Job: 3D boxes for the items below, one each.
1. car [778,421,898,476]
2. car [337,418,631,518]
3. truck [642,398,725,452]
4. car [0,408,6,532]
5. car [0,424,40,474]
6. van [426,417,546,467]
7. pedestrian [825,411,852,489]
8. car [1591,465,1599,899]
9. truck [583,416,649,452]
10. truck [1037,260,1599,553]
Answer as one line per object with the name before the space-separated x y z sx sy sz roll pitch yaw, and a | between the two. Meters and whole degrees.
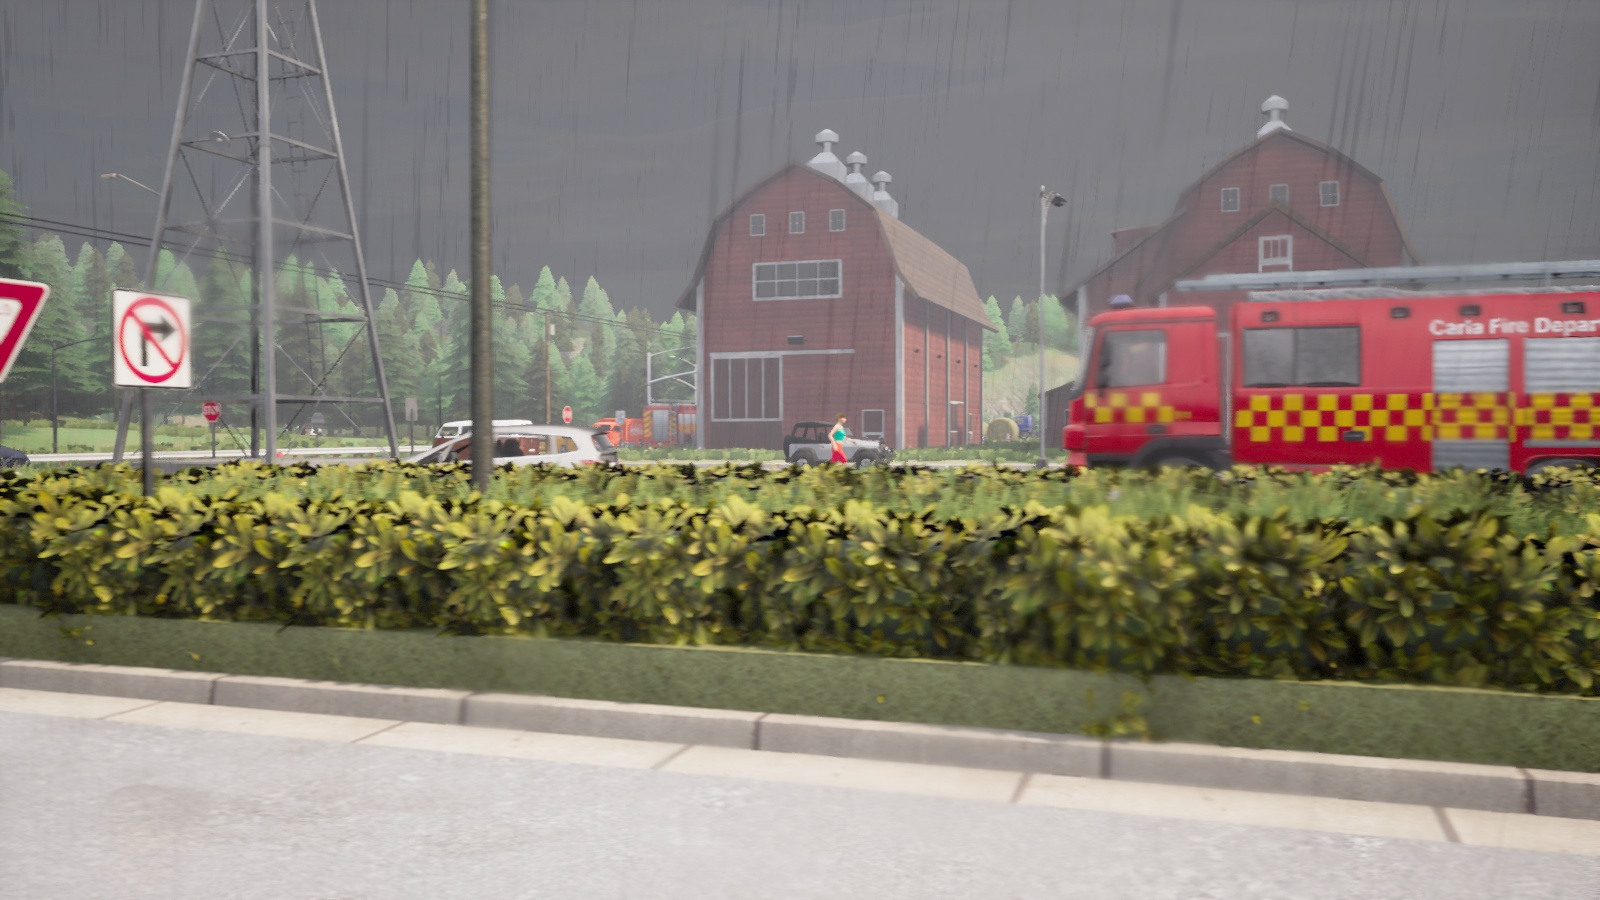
car | 1.349 -0.084 44.447 3.866 1.878 1.905 1 1 18
car | -5.504 0.287 22.343 4.611 1.667 2.242 0 1 3
truck | -8.554 -1.868 93.504 2.891 3.827 8.468 1 1 19
car | -14.015 0.310 17.487 1.932 1.855 4.605 1 1 36
car | -26.816 -0.021 40.206 1.851 1.617 3.988 1 1 19
van | -13.210 -0.346 52.822 4.480 2.038 2.069 1 1 18
pedestrian | 0.924 0.002 29.962 0.594 1.836 0.345 0 1 10
car | 4.194 0.819 1.783 4.892 1.490 1.837 1 1 19
truck | -13.230 -1.163 90.670 2.627 2.467 5.204 1 1 19
truck | 8.010 -0.608 18.728 8.468 3.827 2.891 1 1 18
